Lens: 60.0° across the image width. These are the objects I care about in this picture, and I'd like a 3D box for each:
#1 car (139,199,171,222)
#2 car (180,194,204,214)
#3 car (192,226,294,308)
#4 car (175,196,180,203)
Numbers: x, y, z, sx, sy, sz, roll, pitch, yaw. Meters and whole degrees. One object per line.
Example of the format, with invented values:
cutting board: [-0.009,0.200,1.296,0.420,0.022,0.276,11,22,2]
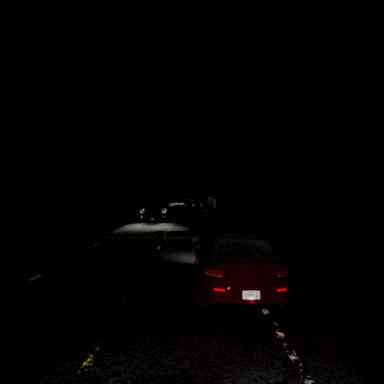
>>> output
car: [-2.788,1.349,25.813,2.097,1.767,4.553,0,0,0]
car: [0.157,1.347,34.946,2.097,1.767,4.553,0,0,0]
car: [0.979,1.526,7.764,1.812,1.442,4.674,0,0,0]
car: [-2.582,1.578,68.818,1.895,1.301,4.718,0,0,0]
